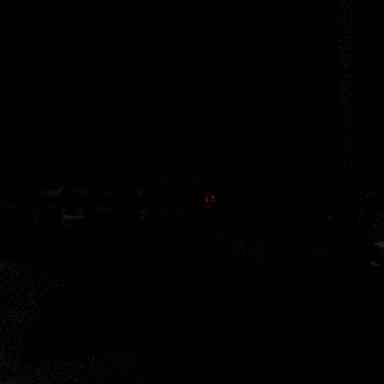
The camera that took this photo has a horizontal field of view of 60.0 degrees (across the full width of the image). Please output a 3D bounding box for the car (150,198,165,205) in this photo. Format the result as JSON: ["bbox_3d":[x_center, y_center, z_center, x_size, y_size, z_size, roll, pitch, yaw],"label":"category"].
[{"bbox_3d":[-5.723,1.645,52.906,1.994,1.385,4.181,0,0,36],"label":"car"}]
